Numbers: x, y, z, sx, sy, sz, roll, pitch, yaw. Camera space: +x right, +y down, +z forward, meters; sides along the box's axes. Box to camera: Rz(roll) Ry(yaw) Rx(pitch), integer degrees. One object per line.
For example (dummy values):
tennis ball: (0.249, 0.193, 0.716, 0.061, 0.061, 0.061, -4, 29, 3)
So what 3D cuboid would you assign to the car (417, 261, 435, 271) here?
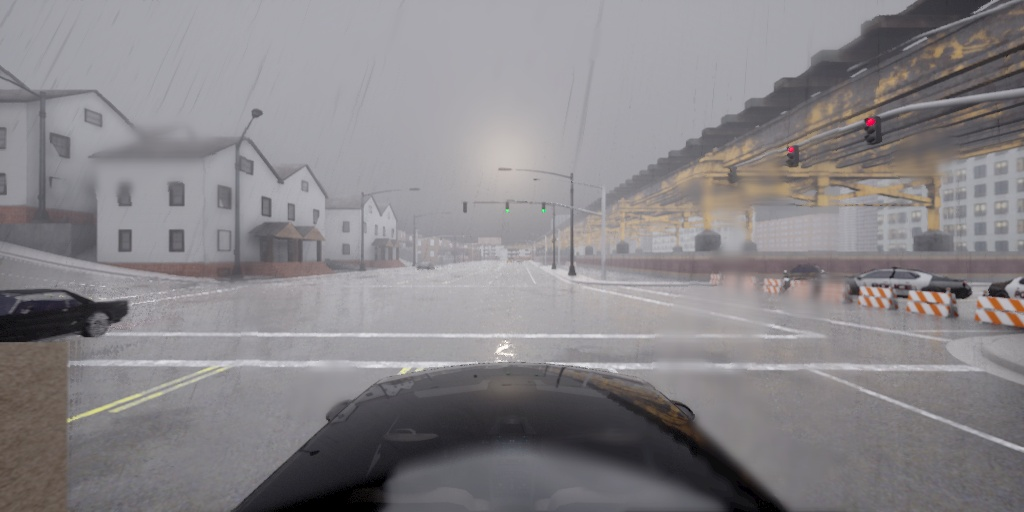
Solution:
car: (-13.263, 1.496, 55.208, 1.812, 1.442, 4.674, 0, 1, 1)

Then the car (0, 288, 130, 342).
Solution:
car: (-10.849, 1.385, 7.394, 1.895, 1.301, 4.718, 0, 0, -13)
